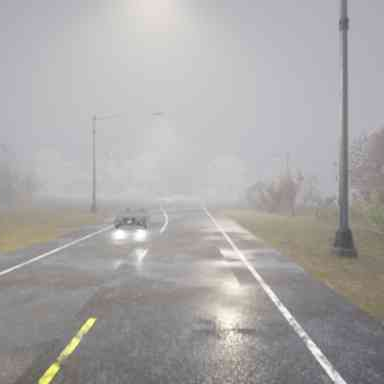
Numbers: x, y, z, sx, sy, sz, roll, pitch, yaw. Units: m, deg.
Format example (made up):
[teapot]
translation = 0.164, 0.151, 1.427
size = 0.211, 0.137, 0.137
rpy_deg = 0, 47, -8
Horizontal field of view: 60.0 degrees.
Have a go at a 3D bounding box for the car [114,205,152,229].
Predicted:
[car]
translation = -3.763, 1.571, 21.755
size = 1.994, 1.385, 4.181
rpy_deg = 0, 0, -2
